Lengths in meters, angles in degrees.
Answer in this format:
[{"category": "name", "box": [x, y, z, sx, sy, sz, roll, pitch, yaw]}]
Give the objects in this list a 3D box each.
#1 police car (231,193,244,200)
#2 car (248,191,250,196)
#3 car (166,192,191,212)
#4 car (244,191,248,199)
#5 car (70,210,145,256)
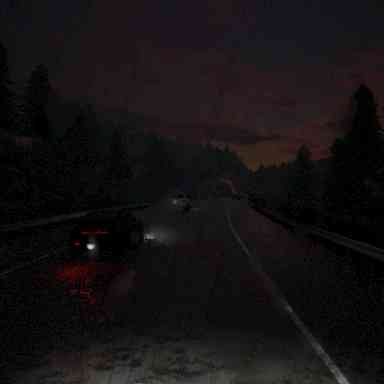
[{"category": "police car", "box": [10.243, 1.065, 76.689, 1.930, 1.638, 5.238, 0, 0, 13]}, {"category": "car", "box": [14.219, 1.097, 91.768, 1.812, 1.442, 4.674, 0, 0, 16]}, {"category": "car", "box": [-1.364, 1.050, 35.519, 2.150, 2.045, 5.566, 0, 0, 6]}, {"category": "car", "box": [12.627, 0.948, 86.066, 2.097, 1.767, 4.553, 0, 0, 15]}, {"category": "car", "box": [-3.061, 1.441, 12.816, 1.837, 1.490, 4.892, 0, 0, 2]}]
